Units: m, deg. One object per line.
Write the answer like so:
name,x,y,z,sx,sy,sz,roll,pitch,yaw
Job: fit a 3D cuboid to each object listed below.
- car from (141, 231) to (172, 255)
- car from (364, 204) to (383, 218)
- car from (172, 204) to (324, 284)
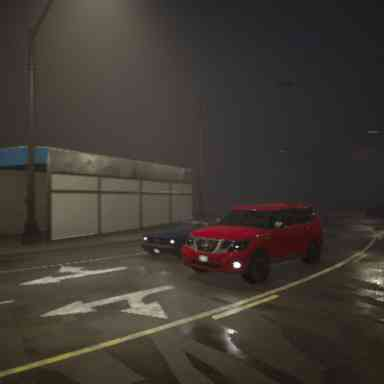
car,0.185,1.859,13.789,1.895,1.301,4.718,-1,-1,41
car,20.379,2.014,35.949,1.812,1.442,4.674,0,-1,3
car,2.222,1.408,10.615,2.150,2.045,5.566,-1,-2,44
